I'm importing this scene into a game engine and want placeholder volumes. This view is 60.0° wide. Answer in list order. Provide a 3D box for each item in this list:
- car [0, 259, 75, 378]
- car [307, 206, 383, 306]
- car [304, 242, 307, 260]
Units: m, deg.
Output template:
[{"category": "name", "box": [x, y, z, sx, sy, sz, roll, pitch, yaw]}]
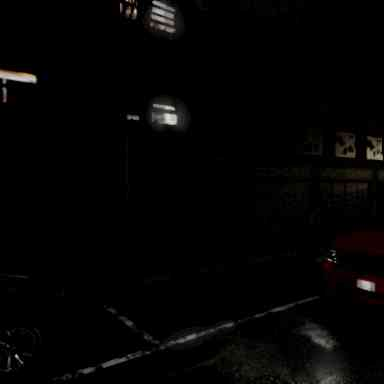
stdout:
[{"category": "car", "box": [-3.654, 1.573, 3.963, 4.313, 1.339, 1.947, -1, 0, -35]}, {"category": "car", "box": [5.139, 1.155, 7.019, 5.566, 2.045, 2.150, -1, 0, -34]}, {"category": "car", "box": [5.341, 1.482, 10.376, 4.313, 1.339, 1.947, -1, 0, -35]}]
